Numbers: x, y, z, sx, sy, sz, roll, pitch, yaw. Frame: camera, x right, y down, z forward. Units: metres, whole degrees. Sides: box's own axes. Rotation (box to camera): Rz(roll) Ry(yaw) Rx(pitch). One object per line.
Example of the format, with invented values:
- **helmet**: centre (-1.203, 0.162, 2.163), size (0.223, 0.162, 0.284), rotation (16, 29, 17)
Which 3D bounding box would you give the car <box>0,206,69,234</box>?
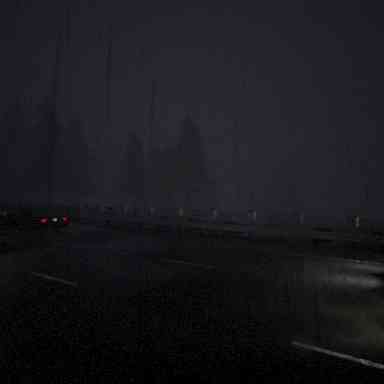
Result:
- **car**: centre (-9.412, 1.552, 19.372), size (5.357, 1.411, 2.033), rotation (0, 0, 36)
